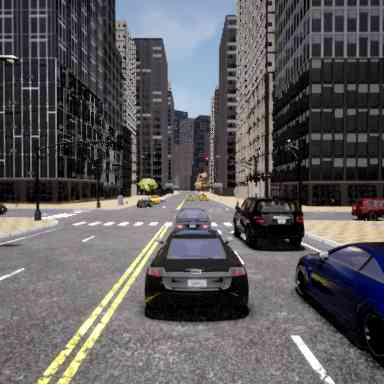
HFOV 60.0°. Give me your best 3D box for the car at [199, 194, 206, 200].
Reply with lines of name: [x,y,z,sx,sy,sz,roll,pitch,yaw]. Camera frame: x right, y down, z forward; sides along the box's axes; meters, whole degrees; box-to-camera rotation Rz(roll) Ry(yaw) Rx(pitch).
car: [2.845,1.239,89.107,1.837,1.490,4.892,0,0,0]

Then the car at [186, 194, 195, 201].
car: [-0.357,1.393,78.676,1.882,1.535,5.008,0,0,0]

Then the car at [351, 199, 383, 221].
car: [16.075,1.519,27.960,5.009,1.841,2.192,1,0,1]

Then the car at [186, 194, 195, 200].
car: [-0.405,1.264,89.093,2.128,1.511,4.902,0,0,0]

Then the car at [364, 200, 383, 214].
car: [21.646,1.642,36.272,4.829,1.417,1.752,1,0,1]

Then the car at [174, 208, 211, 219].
car: [0.023,1.537,17.043,2.033,1.411,5.357,0,0,0]

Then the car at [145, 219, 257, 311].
car: [0.066,1.560,7.821,1.994,1.385,4.181,0,0,-1]

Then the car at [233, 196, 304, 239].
car: [3.306,1.213,15.272,2.150,2.045,5.566,0,0,-2]

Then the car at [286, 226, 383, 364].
car: [3.334,1.561,5.852,1.994,1.385,4.181,0,0,-1]

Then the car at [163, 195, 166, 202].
car: [-6.834,1.456,73.347,1.812,1.442,4.674,0,0,0]

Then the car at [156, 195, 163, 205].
car: [-6.841,1.428,59.363,1.882,1.535,5.008,0,0,0]

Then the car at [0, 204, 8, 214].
car: [-19.506,1.407,30.971,4.181,1.385,1.994,1,1,1]

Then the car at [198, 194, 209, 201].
car: [2.893,1.393,78.690,1.882,1.535,5.008,0,0,0]

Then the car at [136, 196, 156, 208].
car: [-6.810,1.528,48.217,1.994,1.385,4.181,0,0,0]
